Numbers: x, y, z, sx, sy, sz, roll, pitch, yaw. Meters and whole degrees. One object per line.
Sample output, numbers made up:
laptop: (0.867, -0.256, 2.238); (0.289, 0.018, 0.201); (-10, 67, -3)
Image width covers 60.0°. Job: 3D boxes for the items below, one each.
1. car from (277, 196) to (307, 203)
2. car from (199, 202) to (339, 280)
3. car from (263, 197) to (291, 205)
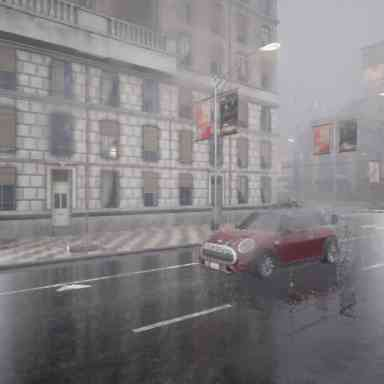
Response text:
car: (12.435, 1.352, 42.203); (2.097, 1.767, 4.553); (0, 0, -36)
car: (2.410, 1.352, 10.089); (4.553, 1.767, 2.097); (0, 0, -36)
car: (14.931, 1.601, 58.480); (1.895, 1.301, 4.718); (0, 0, -37)
